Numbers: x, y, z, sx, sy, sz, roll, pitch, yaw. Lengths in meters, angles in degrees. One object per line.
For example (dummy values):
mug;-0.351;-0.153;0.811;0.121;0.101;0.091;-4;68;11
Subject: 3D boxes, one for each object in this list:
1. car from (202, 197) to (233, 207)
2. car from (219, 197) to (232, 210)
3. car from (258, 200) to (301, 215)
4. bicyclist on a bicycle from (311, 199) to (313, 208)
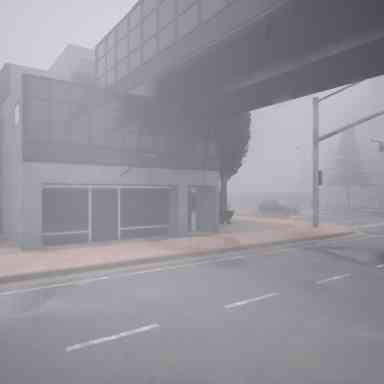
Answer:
car;3.991;1.547;52.715;2.033;1.411;5.357;0;0;-36
car;2.834;1.478;41.994;1.882;1.535;5.008;0;0;-36
car;8.765;1.526;33.745;1.812;1.442;4.674;0;0;-36
bicyclist on a bicycle;15.798;1.301;42.775;1.656;1.620;0.582;0;0;-36
